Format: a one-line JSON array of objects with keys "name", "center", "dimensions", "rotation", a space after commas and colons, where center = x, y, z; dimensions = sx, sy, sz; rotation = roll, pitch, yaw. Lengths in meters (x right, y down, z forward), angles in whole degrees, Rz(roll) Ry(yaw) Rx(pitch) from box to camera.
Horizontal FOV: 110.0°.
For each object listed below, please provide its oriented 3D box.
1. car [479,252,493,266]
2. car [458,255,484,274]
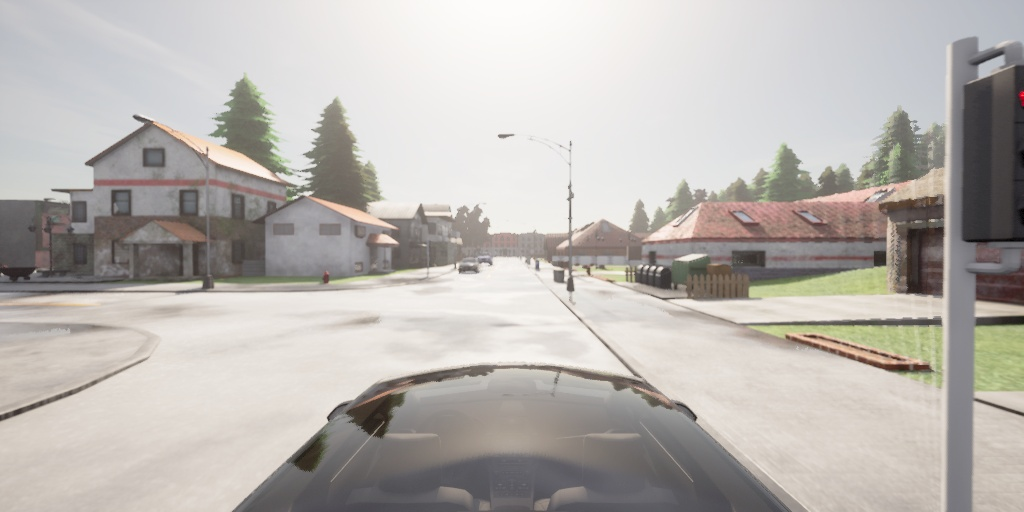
[{"name": "car", "center": [-4.048, 0.438, 54.075], "dimensions": [2.150, 2.045, 5.566], "rotation": [0, 0, 0]}, {"name": "car", "center": [-4.084, 0.917, 34.922], "dimensions": [1.837, 1.490, 4.892], "rotation": [0, 0, 0]}]
